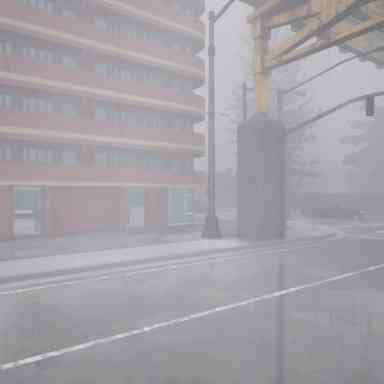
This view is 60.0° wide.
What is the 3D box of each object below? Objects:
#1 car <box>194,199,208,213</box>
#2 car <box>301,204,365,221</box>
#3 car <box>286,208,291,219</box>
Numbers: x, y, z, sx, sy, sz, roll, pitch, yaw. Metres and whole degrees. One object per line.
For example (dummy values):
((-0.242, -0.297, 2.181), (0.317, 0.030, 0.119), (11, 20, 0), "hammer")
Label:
((0.276, 1.478, 36.833), (1.882, 1.535, 5.008), (0, 0, -36), "car")
((11.369, 1.601, 27.298), (1.895, 1.301, 4.718), (0, 0, -34), "car")
((6.239, 1.526, 28.463), (1.812, 1.442, 4.674), (0, 0, -36), "car")
